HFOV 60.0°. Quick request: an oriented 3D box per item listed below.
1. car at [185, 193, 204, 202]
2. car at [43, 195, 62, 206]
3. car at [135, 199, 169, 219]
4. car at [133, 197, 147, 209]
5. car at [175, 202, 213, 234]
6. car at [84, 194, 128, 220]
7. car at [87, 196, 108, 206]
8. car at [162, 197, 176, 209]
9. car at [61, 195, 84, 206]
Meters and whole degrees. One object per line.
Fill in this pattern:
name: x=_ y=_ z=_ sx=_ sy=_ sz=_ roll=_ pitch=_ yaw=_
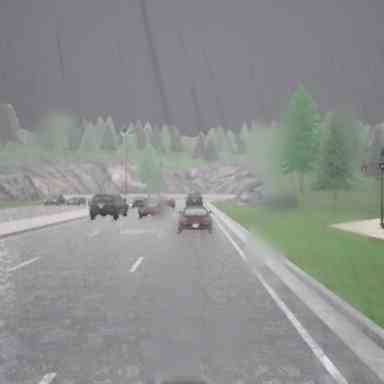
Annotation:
car: x=0.308 y=1.154 z=42.913 sx=2.150 sy=2.045 sz=5.566 roll=0 pitch=0 yaw=0
car: x=-21.748 y=1.257 z=52.859 sx=2.097 sy=1.767 sz=4.553 roll=0 pitch=0 yaw=0
car: x=-3.325 y=1.553 z=28.506 sx=1.895 sy=1.301 sz=4.718 roll=0 pitch=0 yaw=1
car: x=-6.716 y=1.432 z=44.590 sx=1.837 sy=1.490 sz=4.892 roll=0 pitch=1 yaw=1
car: x=0.189 y=1.495 z=18.870 sx=1.812 sy=1.442 sz=4.674 roll=0 pitch=0 yaw=0
car: x=-6.855 y=1.176 z=27.823 sx=2.150 sy=2.045 sz=5.566 roll=0 pitch=0 yaw=1
car: x=-14.754 y=1.388 z=52.372 sx=1.882 sy=1.535 sz=5.008 roll=0 pitch=0 yaw=1
car: x=-3.216 y=1.403 z=44.788 sx=1.882 sy=1.535 sz=5.008 roll=0 pitch=0 yaw=1
car: x=-18.250 y=1.402 z=52.666 sx=2.128 sy=1.511 sz=4.902 roll=0 pitch=0 yaw=0
